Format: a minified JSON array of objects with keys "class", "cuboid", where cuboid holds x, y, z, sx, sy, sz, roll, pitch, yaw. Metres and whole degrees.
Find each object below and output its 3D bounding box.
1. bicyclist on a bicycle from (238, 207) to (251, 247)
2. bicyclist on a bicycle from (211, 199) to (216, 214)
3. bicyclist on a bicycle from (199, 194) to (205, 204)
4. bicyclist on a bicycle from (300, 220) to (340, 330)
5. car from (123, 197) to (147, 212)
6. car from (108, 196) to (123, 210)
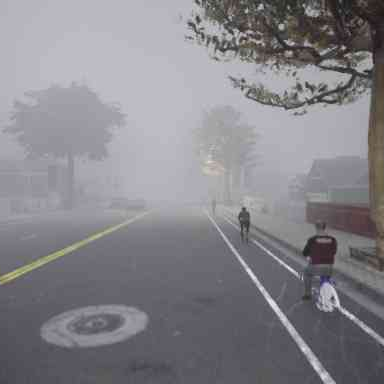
[{"class":"bicyclist on a bicycle","cuboid":[2.256,1.474,14.290,0.582,1.620,1.656,0,0,0]},{"class":"bicyclist on a bicycle","cuboid":[2.261,1.501,34.283,0.582,1.620,1.656,0,0,0]},{"class":"bicyclist on a bicycle","cuboid":[2.266,1.518,62.197,0.866,1.612,1.509,0,0,0]},{"class":"bicyclist on a bicycle","cuboid":[2.252,1.380,6.042,0.659,1.776,1.843,0,0,0]},{"class":"car","cuboid":[-6.577,1.533,39.883,1.882,1.535,5.008,0,0,0]},{"class":"car","cuboid":[-9.803,1.412,44.868,2.097,1.767,4.553,0,0,0]}]
